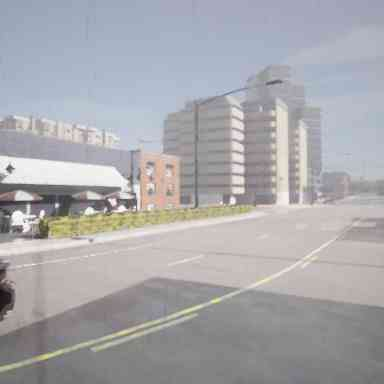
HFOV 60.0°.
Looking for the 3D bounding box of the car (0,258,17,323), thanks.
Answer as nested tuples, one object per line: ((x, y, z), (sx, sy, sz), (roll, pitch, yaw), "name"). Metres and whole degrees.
((-5.177, 1.594, 4.560), (4.892, 1.490, 1.837), (0, 0, -35), "car")
